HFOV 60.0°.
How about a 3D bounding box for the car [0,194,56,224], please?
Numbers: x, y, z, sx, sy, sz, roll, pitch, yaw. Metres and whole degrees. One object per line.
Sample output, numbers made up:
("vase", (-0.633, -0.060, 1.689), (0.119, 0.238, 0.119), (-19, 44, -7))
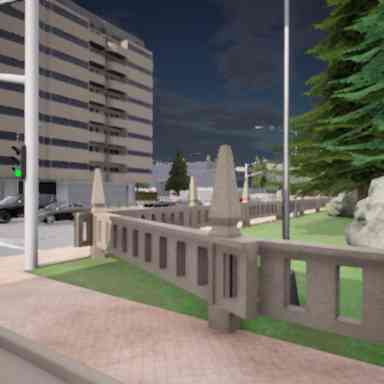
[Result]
("car", (-12.643, 1.159, 24.794), (2.150, 2.045, 5.566), (0, 0, 34))

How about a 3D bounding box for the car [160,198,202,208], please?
("car", (-0.758, 1.445, 35.985), (2.128, 1.511, 4.902), (0, 0, 34))

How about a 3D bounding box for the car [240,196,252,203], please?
("car", (9.649, 1.561, 51.054), (1.994, 1.385, 4.181), (0, 0, 34))

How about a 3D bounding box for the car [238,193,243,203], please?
("car", (6.743, 1.247, 53.002), (2.150, 2.045, 5.566), (0, 0, 34))

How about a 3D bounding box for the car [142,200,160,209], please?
("car", (-3.522, 1.537, 38.146), (1.895, 1.301, 4.718), (0, 0, 34))

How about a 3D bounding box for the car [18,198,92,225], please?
("car", (-9.191, 1.446, 23.643), (2.128, 1.511, 4.902), (0, 0, 34))
